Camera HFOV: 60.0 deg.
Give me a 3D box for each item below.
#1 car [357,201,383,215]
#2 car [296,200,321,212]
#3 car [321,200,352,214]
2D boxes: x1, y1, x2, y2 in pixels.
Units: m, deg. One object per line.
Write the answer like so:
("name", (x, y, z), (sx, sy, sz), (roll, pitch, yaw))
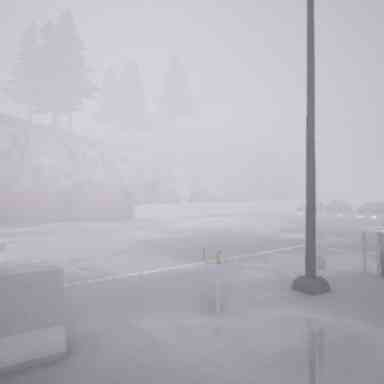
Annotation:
("car", (19.634, 1.717, 36.153), (2.033, 1.411, 5.357), (0, 0, 42))
("car", (14.817, 1.733, 41.267), (2.033, 1.411, 5.357), (0, 0, 42))
("car", (17.039, 1.683, 38.541), (1.837, 1.490, 4.892), (0, -1, 41))
